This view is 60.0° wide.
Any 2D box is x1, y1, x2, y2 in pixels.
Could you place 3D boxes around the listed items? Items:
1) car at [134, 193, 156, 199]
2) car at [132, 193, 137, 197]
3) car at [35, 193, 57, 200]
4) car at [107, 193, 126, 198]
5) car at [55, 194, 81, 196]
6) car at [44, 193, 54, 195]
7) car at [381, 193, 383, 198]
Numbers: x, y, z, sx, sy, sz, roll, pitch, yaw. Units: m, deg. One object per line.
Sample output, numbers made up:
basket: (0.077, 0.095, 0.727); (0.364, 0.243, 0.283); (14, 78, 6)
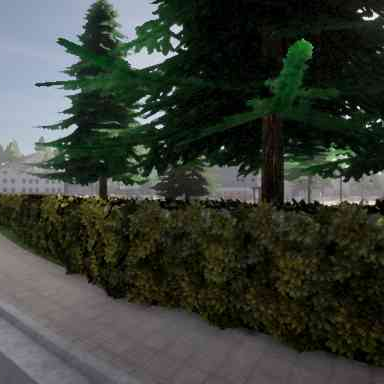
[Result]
car: (-7.945, 1.384, 60.661); (3.806, 1.475, 1.970); (0, 0, -36)
car: (-10.904, 1.097, 77.745); (4.605, 1.855, 1.932); (0, 0, -36)
car: (-36.346, 1.097, 82.672); (4.605, 1.855, 1.932); (0, 0, -36)
car: (-20.394, 1.153, 90.259); (5.027, 1.636, 2.152); (0, 0, -36)
car: (-23.868, 1.320, 63.995); (3.633, 1.501, 1.845); (0, 0, -36)
car: (-29.661, 1.298, 72.138); (4.514, 1.523, 2.007); (0, 0, -36)
car: (43.621, 1.225, 73.023); (5.566, 2.045, 2.150); (0, 0, -36)
